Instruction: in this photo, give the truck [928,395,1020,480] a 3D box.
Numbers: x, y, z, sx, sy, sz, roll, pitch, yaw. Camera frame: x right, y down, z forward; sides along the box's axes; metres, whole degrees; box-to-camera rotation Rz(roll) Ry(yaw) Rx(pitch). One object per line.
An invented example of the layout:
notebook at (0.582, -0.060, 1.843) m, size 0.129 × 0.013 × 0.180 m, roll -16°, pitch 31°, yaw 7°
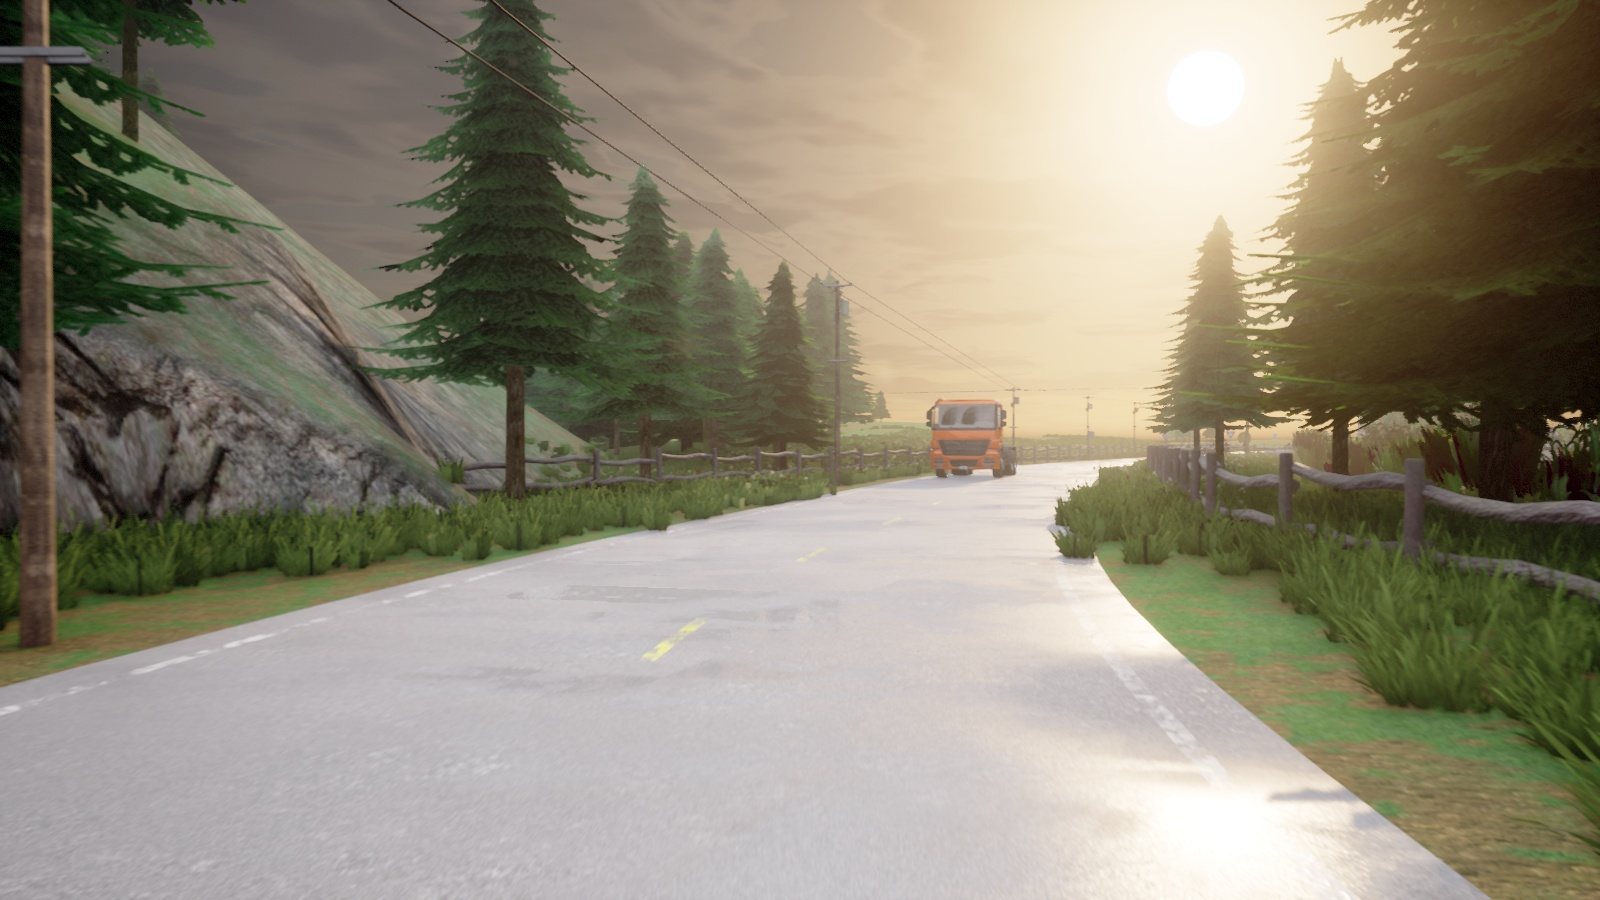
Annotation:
truck at (7.824, -0.541, 55.553) m, size 2.891 × 3.462 × 7.936 m, roll 0°, pitch 0°, yaw 16°
